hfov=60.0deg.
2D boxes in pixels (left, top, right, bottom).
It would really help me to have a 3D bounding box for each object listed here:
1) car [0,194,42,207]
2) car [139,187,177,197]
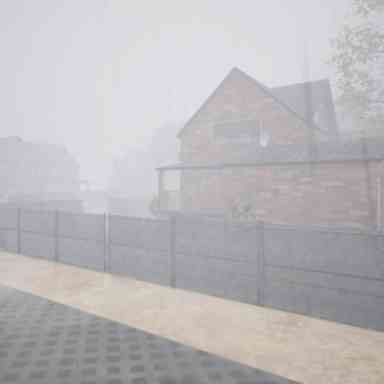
[{"bbox_3d":[-14.296,0.963,26.502,2.097,1.767,4.553,1,2,35],"label":"car"},{"bbox_3d":[-4.056,0.416,40.884,2.150,2.045,5.566,1,2,35],"label":"car"}]
